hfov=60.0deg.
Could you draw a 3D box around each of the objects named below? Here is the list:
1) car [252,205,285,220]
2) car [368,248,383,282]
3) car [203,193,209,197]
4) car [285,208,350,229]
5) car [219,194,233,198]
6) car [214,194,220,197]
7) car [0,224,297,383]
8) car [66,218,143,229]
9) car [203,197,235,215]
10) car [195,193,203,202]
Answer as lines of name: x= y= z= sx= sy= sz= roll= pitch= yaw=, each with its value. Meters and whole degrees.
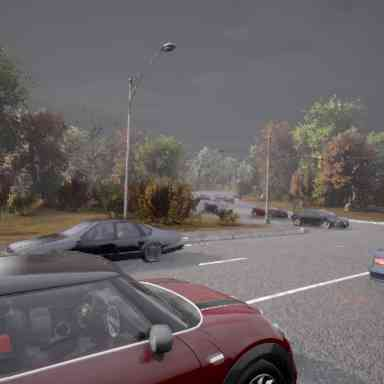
car: x=8.678 y=2.224 z=37.526 sx=1.882 sy=1.535 sz=5.008 roll=3 pitch=-1 yaw=-22
car: x=6.612 y=1.665 z=8.480 sx=5.357 sy=1.411 sz=2.033 roll=2 pitch=-1 yaw=-36
car: x=3.011 y=1.058 z=78.414 sx=2.128 sy=1.511 sz=4.902 roll=2 pitch=2 yaw=-1
car: x=10.072 y=2.087 z=26.403 sx=1.837 sy=1.490 sz=4.892 roll=3 pitch=-2 yaw=-27
car: x=7.540 y=1.572 z=69.288 sx=1.837 sy=1.490 sz=4.892 roll=2 pitch=3 yaw=-7
car: x=6.466 y=1.180 z=79.493 sx=1.994 sy=1.385 sz=4.181 roll=2 pitch=2 yaw=-1
car: x=-1.145 y=1.354 z=2.929 sx=4.553 sy=1.767 sz=2.097 roll=0 pitch=0 yaw=-36
car: x=-2.825 y=1.564 z=10.522 sx=5.357 sy=1.411 sz=2.033 roll=1 pitch=0 yaw=-35
car: x=3.395 y=1.886 z=41.512 sx=2.097 sy=1.767 sz=4.553 roll=3 pitch=0 yaw=-19
car: x=0.321 y=1.110 z=68.896 sx=2.097 sy=1.767 sz=4.553 roll=2 pitch=2 yaw=-8
